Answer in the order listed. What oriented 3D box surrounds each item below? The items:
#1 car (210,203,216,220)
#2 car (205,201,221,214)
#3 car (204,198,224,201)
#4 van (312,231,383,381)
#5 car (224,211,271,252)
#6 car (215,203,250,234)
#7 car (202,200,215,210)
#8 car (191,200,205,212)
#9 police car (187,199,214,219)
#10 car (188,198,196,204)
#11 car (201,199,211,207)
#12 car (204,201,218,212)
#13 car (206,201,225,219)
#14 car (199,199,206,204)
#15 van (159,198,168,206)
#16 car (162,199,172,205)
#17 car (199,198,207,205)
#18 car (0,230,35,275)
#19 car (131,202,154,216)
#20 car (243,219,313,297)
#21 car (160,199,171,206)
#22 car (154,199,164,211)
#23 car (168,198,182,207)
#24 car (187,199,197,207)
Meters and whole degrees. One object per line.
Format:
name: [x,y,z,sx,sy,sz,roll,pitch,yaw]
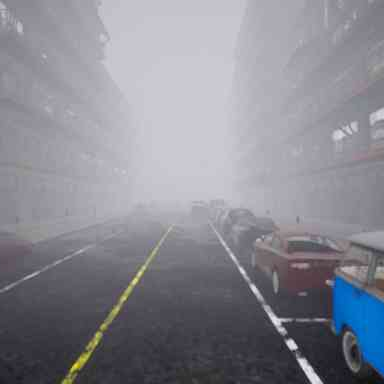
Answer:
car: [2.702,1.825,25.689,2.008,1.369,4.403,1,-1,0]
car: [2.703,1.973,42.872,1.752,1.417,4.829,1,-1,0]
car: [2.706,1.704,37.033,2.192,1.841,5.009,1,-1,0]
van: [2.703,1.375,3.009,1.690,1.788,3.998,1,-1,0]
car: [2.701,1.722,14.348,1.947,1.339,4.313,1,-1,0]
car: [2.703,1.655,20.020,1.967,1.590,4.097,1,-1,0]
car: [2.704,2.103,54.042,1.887,1.381,4.507,1,-1,0]
car: [0.847,2.013,48.968,1.837,1.490,4.892,0,-1,0]
police car: [0.700,1.774,33.065,1.930,1.638,5.238,0,-1,-2]
car: [0.004,2.289,83.147,1.994,1.385,4.181,0,-1,0]
car: [2.705,2.196,65.554,1.752,1.417,4.829,1,-1,0]
car: [2.703,2.047,48.372,1.887,1.381,4.507,1,-1,0]
car: [2.702,1.883,31.360,2.008,1.369,4.403,1,-1,0]
car: [2.707,2.465,88.067,1.802,1.307,4.206,1,-1,0]
van: [-5.673,2.011,65.447,1.690,1.788,3.998,1,-1,0]
car: [-5.675,2.329,76.787,2.008,1.369,4.403,1,-1,0]
car: [2.707,2.271,82.397,1.967,1.590,4.097,1,-1,0]
car: [-5.680,1.678,8.735,1.802,1.307,4.206,1,-1,0]
car: [-5.678,1.972,37.088,1.802,1.307,4.206,1,-1,0]
car: [2.700,1.640,8.678,1.887,1.381,4.507,1,-1,0]
car: [-5.675,2.269,71.116,1.887,1.381,4.507,1,-1,0]
car: [-5.677,2.068,48.432,1.947,1.339,4.313,1,-1,0]
car: [-3.015,2.022,65.402,2.097,1.767,4.553,0,-1,0]
car: [0.003,2.166,68.145,2.128,1.511,4.902,0,-1,0]
